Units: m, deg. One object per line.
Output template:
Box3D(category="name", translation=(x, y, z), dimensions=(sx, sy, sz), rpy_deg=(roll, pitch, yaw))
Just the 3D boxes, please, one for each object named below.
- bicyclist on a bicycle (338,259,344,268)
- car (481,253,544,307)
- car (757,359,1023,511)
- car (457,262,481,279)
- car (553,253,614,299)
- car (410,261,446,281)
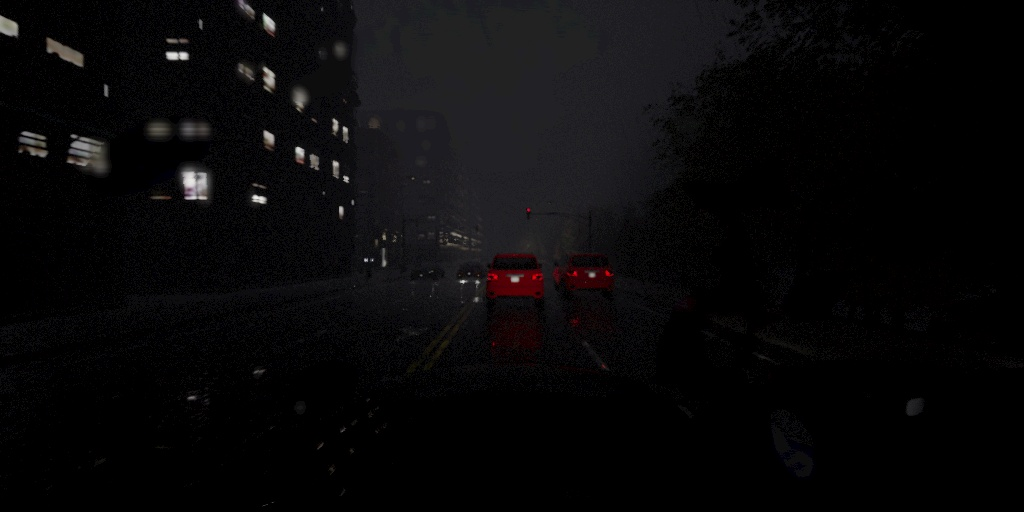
Box3D(category="bicyclist on a bicycle", translation=(-24.859, 1.043, 52.154), dimensions=(0.582, 1.620, 1.656), rpy_deg=(-1, 1, -1))
Box3D(category="car", translation=(0.106, 0.891, 15.069), dimensions=(2.150, 2.045, 5.566), rpy_deg=(0, 0, 0))
Box3D(category="car", translation=(3.349, 1.229, 1.505), dimensions=(1.882, 1.535, 5.008), rpy_deg=(0, 0, 0))
Box3D(category="car", translation=(-3.282, 1.153, 29.517), dimensions=(1.994, 1.385, 4.181), rpy_deg=(0, 0, 1))
Box3D(category="car", translation=(3.349, 0.875, 17.619), dimensions=(2.150, 2.045, 5.566), rpy_deg=(0, 0, 0))
Box3D(category="car", translation=(-6.541, 1.121, 28.241), dimensions=(1.812, 1.442, 4.674), rpy_deg=(0, 0, 1))
